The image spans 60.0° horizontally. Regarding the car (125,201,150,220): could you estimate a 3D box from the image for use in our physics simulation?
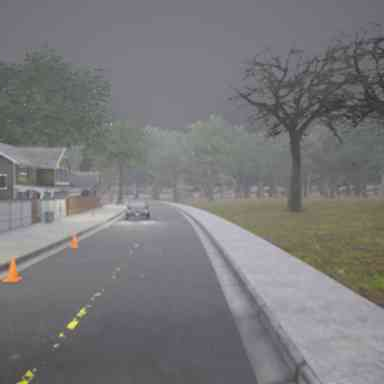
[{"bbox_3d":[-4.544,1.491,27.912,1.812,1.442,4.674,0,0,-8],"label":"car"}]

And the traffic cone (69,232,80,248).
[{"bbox_3d":[-4.740,1.928,13.433,0.340,0.580,0.340,0,0,-3],"label":"traffic cone"}]

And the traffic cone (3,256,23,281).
[{"bbox_3d":[-4.554,1.936,8.474,0.340,0.580,0.340,0,0,-2],"label":"traffic cone"}]
